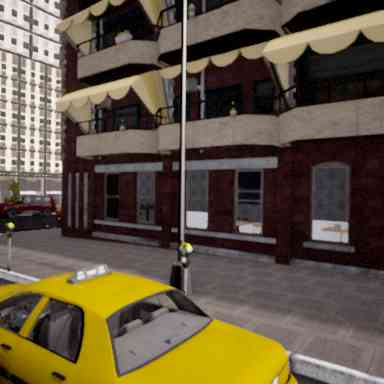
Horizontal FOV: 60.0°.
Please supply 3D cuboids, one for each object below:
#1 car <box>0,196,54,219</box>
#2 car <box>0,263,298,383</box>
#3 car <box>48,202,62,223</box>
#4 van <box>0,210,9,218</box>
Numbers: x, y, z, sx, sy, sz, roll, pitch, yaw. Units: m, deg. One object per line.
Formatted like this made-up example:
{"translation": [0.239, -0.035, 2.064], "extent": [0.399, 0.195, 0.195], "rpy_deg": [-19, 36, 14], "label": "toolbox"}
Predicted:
{"translation": [-14.158, 1.228, 28.453], "extent": [2.192, 1.841, 5.009], "rpy_deg": [1, 0, 36], "label": "car"}
{"translation": [-1.340, 1.512, 3.825], "extent": [4.829, 1.417, 1.752], "rpy_deg": [0, 1, 36], "label": "car"}
{"translation": [-7.379, 1.608, 23.533], "extent": [1.887, 1.381, 4.507], "rpy_deg": [1, 0, 36], "label": "car"}
{"translation": [-5.757, 1.305, 6.985], "extent": [3.998, 1.788, 1.690], "rpy_deg": [0, 1, 36], "label": "van"}
